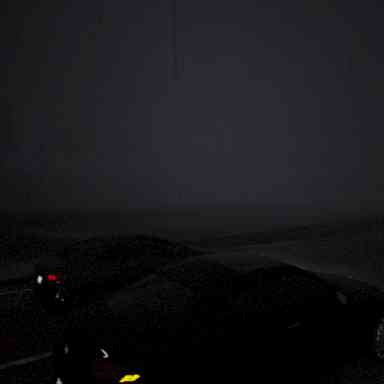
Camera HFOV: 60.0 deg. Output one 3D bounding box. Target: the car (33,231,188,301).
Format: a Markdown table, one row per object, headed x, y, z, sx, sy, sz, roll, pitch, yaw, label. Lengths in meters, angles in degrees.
| x | y | z | sx | sy | sz | roll | pitch | yaw | label |
| --- | --- | --- | --- | --- | --- | --- | --- | --- | --- |
| -1.106 | 1.564 | 7.181 | 4.181 | 1.385 | 1.994 | 0 | 0 | -34 | car |

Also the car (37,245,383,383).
| x | y | z | sx | sy | sz | roll | pitch | yaw | label |
| --- | --- | --- | --- | --- | --- | --- | --- | --- | --- |
| 0.759 | 1.525 | 4.223 | 4.674 | 1.442 | 1.812 | 0 | 0 | -34 | car |
